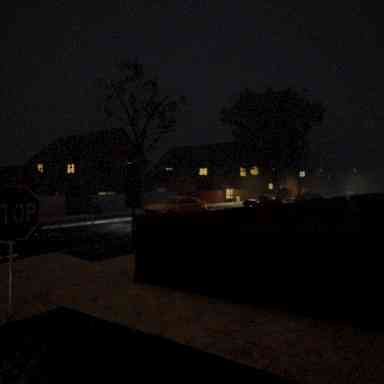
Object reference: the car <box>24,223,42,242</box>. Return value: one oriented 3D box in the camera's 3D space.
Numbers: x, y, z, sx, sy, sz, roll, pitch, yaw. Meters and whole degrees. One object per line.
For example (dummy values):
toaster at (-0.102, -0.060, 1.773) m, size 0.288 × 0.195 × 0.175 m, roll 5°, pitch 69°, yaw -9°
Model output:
car at (-8.265, 1.175, 12.752) m, size 2.097 × 1.767 × 4.553 m, roll 1°, pitch 2°, yaw 30°

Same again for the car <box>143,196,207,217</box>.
car at (-1.035, 1.030, 22.282) m, size 1.882 × 1.535 × 5.008 m, roll 2°, pitch 2°, yaw 40°

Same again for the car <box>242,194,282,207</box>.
car at (6.629, 0.894, 31.289) m, size 1.895 × 1.301 × 4.718 m, roll 2°, pitch 2°, yaw 40°

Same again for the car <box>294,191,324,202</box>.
car at (14.169, 0.596, 40.088) m, size 2.033 × 1.411 × 5.357 m, roll 2°, pitch 2°, yaw 41°
